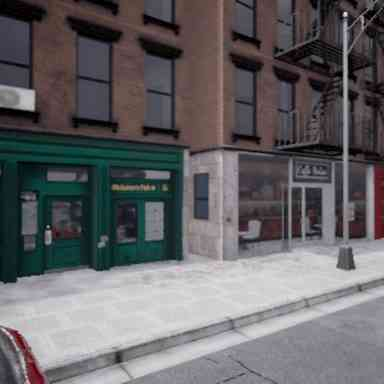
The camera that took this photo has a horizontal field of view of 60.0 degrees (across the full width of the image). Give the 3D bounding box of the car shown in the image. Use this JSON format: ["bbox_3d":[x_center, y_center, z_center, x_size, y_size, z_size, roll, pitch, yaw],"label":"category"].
[{"bbox_3d":[-2.726,1.347,1.004,4.553,1.767,2.097,1,-1,-34],"label":"car"}]
